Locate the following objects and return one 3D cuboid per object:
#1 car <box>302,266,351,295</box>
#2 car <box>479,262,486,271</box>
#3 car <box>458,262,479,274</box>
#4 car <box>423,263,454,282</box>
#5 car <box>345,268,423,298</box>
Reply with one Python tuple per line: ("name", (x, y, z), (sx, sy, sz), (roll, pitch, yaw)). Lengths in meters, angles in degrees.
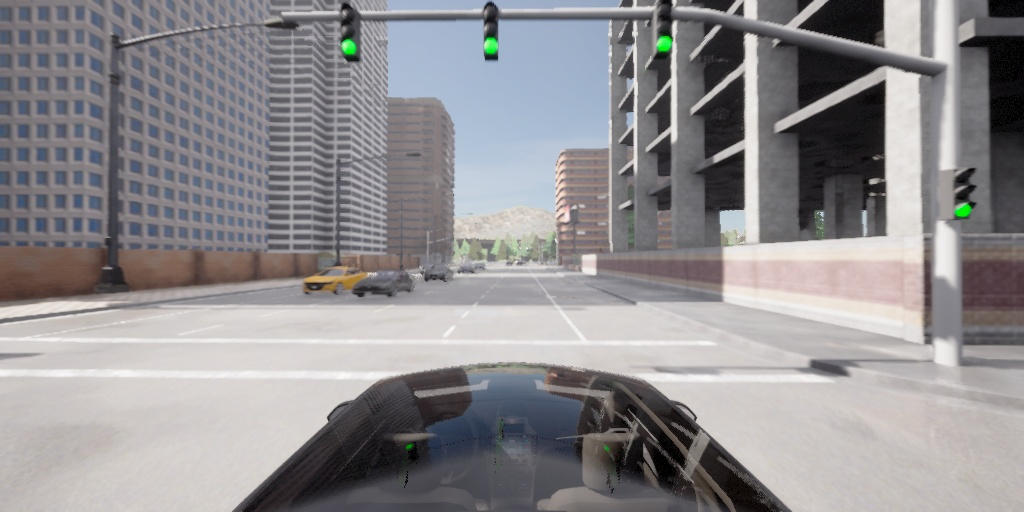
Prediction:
("car", (-10.314, 1.395, 21.298), (1.882, 1.535, 5.008), (0, -1, 1))
("car", (-5.679, 1.830, 63.710), (2.033, 1.411, 5.357), (0, 0, 1))
("car", (-6.069, 1.720, 48.574), (1.994, 1.385, 4.181), (0, -1, 2))
("car", (-6.456, 1.516, 32.075), (1.837, 1.490, 4.892), (0, 0, 1))
("car", (-6.850, 1.453, 19.894), (2.033, 1.411, 5.357), (0, 0, 1))
